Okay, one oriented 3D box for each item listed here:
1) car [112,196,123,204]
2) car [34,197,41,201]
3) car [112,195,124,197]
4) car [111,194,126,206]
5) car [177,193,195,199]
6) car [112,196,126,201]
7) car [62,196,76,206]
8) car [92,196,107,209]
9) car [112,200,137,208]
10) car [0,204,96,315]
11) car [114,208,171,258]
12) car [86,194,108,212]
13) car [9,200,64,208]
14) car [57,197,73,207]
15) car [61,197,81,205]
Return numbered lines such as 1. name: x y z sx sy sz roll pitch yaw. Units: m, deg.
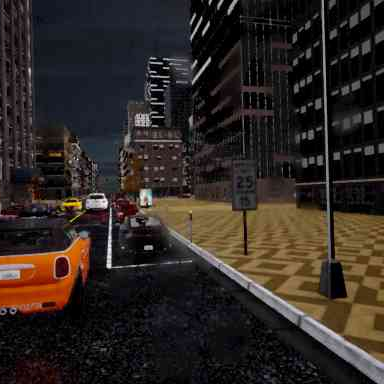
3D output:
1. car: -13.623 1.433 60.994 1.887 1.381 4.507 -1 0 -14
2. car: -38.753 1.659 80.019 4.507 1.381 1.887 -1 -1 -14
3. car: -8.432 1.431 39.545 1.752 1.417 4.829 -1 0 -14
4. car: -12.319 1.207 55.588 2.192 1.841 5.009 -1 0 -14
5. car: -1.800 1.135 89.295 4.097 1.590 1.967 -1 -1 -14
6. car: -7.085 1.455 33.976 1.887 1.381 4.507 -1 0 -14
7. car: -21.767 1.551 59.024 1.967 1.590 4.097 -1 0 -14
8. car: -13.111 1.448 47.405 1.882 1.535 5.008 -2 0 -13
9. car: -4.469 1.502 23.169 1.802 1.307 4.206 -1 0 -14
10. car: -3.444 1.357 7.445 2.097 1.767 4.553 -2 0 -14
11. car: -1.854 1.480 12.362 2.008 1.369 4.403 -1 0 -14
12. car: -10.642 1.199 37.399 2.150 2.045 5.566 -2 0 -13
13. car: -10.174 1.566 22.106 2.128 1.511 4.902 -2 0 -14
14. car: -20.418 1.641 53.456 1.752 1.417 4.829 -1 0 -14
15. car: -14.351 1.534 39.724 1.882 1.535 5.008 -2 0 -13
